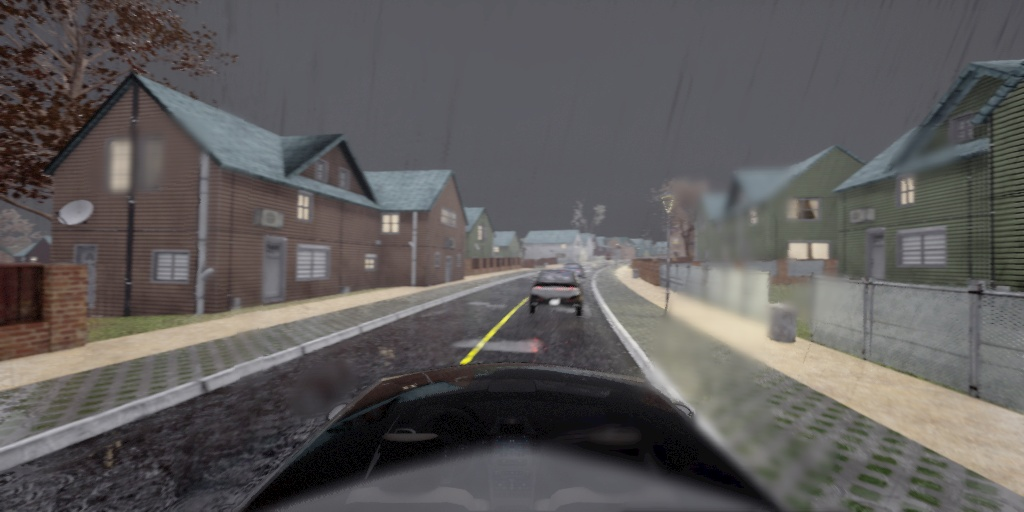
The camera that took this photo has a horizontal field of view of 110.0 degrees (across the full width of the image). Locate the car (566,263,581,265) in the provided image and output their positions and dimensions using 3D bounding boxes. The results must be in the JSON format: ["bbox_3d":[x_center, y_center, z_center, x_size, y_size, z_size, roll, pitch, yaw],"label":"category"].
[{"bbox_3d":[5.410,1.334,31.751,2.033,1.411,5.357,1,0,14],"label":"car"}]

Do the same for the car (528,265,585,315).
[{"bbox_3d":[1.752,1.269,13.832,2.128,1.511,4.902,1,0,9],"label":"car"}]
